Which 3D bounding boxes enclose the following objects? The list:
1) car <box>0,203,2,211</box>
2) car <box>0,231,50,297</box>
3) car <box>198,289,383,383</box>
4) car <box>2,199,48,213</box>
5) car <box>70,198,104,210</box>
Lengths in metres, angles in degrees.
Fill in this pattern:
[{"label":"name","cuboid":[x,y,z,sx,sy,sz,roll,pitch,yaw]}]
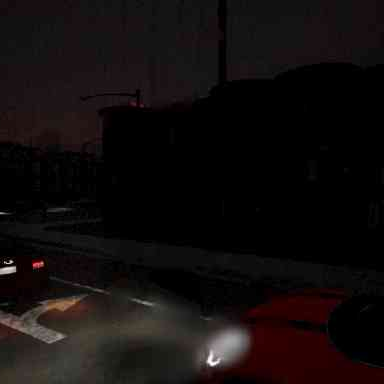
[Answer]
[{"label":"car","cuboid":[-20.876,1.547,39.782,2.033,1.411,5.357,0,0,36]},{"label":"car","cuboid":[-5.505,1.547,7.891,5.357,1.411,2.033,0,0,37]},{"label":"car","cuboid":[2.247,1.352,2.394,4.553,1.767,2.097,0,0,36]},{"label":"car","cuboid":[-18.362,1.564,37.273,1.994,1.385,4.181,0,0,36]},{"label":"car","cuboid":[-13.294,1.601,44.354,1.895,1.301,4.718,0,0,36]}]
